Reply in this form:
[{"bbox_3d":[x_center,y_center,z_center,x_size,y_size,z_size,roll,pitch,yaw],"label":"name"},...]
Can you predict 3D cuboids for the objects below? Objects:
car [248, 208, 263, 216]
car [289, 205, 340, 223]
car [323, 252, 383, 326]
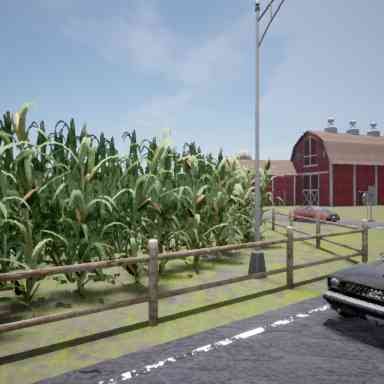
[{"bbox_3d":[5.557,1.999,35.522,1.895,1.301,4.718,1,-1,-27],"label":"car"},{"bbox_3d":[10.014,1.810,27.498,1.994,1.385,4.181,1,-1,-29],"label":"car"},{"bbox_3d":[4.564,1.602,6.176,4.718,1.301,1.895,0,0,-34],"label":"car"}]
